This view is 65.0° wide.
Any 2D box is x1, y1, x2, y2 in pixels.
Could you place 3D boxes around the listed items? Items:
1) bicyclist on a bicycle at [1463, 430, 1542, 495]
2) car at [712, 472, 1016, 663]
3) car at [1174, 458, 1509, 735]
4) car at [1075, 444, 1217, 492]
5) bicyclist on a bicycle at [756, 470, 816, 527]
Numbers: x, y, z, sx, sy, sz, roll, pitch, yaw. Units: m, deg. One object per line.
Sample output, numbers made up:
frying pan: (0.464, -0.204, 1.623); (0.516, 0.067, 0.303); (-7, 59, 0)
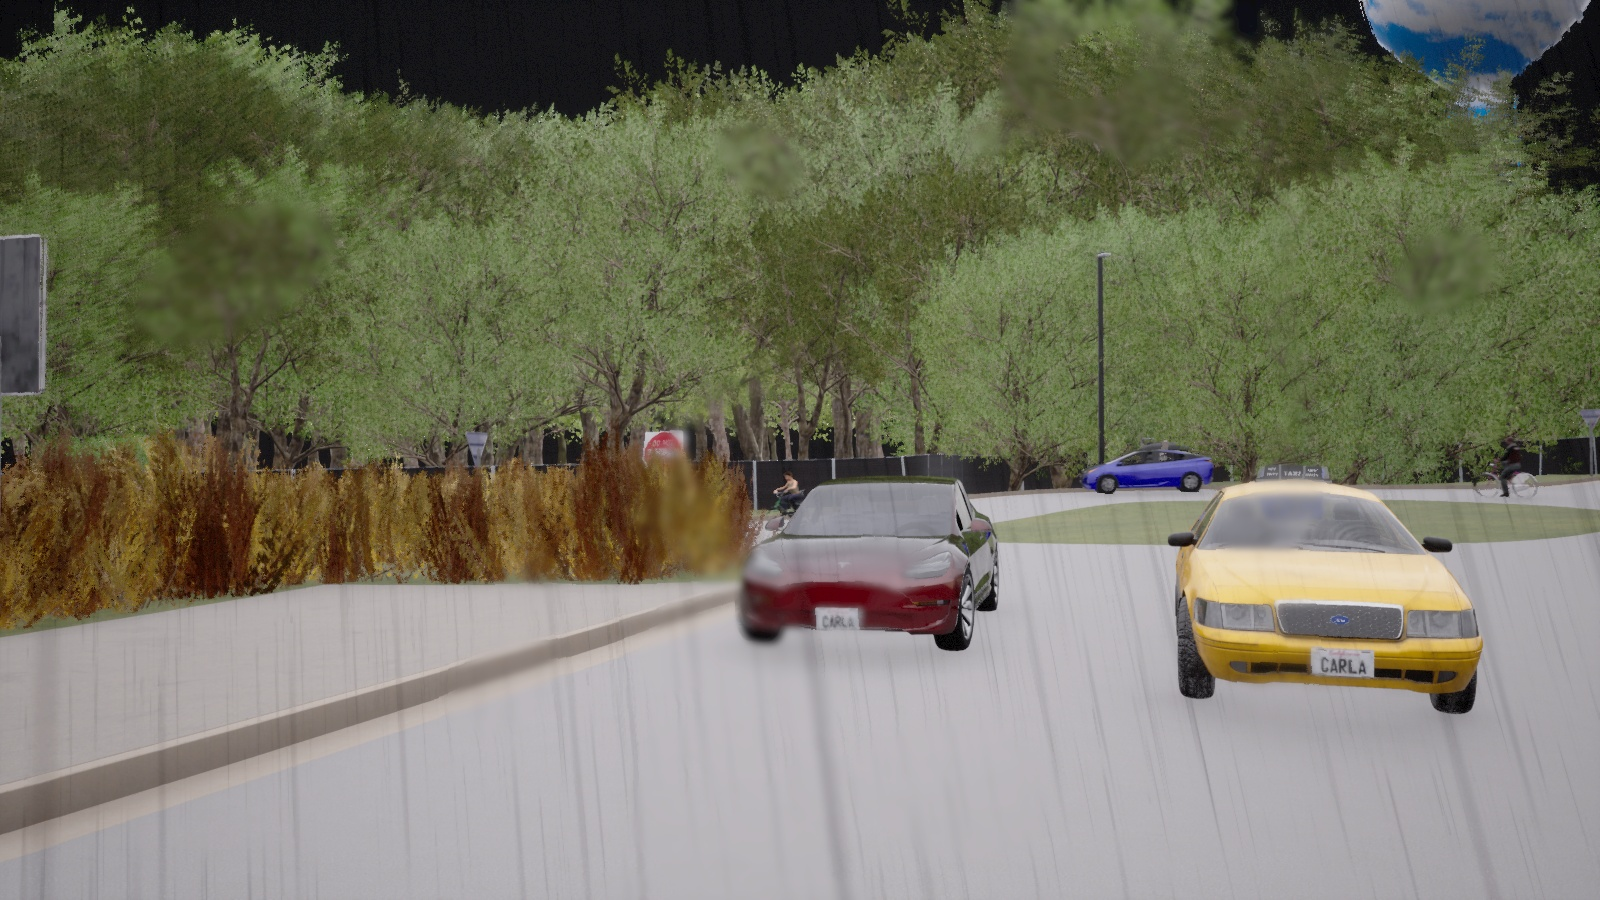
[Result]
bicyclist on a bicycle: (19.930, 0.353, 35.643); (0.659, 1.776, 1.843); (-4, 2, -28)
car: (0.887, 0.986, 12.515); (2.163, 1.488, 4.792); (-1, -1, 13)
car: (3.950, 0.864, 10.039); (1.801, 1.575, 5.366); (0, 0, 16)
car: (12.050, 0.616, 44.019); (4.514, 1.525, 2.007); (-2, 0, 8)
bicyclist on a bicycle: (-0.418, 1.469, 38.108); (1.509, 1.612, 0.866); (-2, -1, -31)
